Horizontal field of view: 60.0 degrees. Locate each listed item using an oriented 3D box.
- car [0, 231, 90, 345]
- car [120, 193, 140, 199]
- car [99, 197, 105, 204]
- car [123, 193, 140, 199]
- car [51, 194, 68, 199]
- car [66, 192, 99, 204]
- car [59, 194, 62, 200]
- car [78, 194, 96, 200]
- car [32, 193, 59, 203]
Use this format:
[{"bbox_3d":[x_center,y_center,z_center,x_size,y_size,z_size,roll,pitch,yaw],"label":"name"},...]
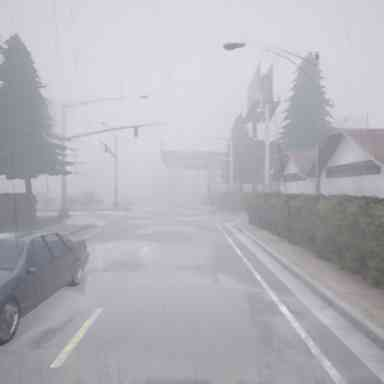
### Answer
[{"bbox_3d":[-3.601,1.531,6.579,2.033,1.411,5.357,0,0,0],"label":"car"},{"bbox_3d":[-16.606,1.093,88.713,5.027,1.636,2.152,0,0,-1],"label":"car"},{"bbox_3d":[-16.286,1.219,54.457,3.806,1.475,1.970,0,0,-1],"label":"car"},{"bbox_3d":[-16.683,1.093,91.849,4.514,1.523,2.007,0,0,-1],"label":"car"},{"bbox_3d":[-35.272,1.159,88.713,3.806,1.475,1.970,0,0,-1],"label":"car"},{"bbox_3d":[-16.871,0.945,51.127,3.866,1.878,1.905,0,0,-1],"label":"car"},{"bbox_3d":[-24.150,1.126,66.814,4.514,1.523,2.007,0,0,-1],"label":"car"},{"bbox_3d":[-24.187,1.120,76.807,3.633,1.501,1.845,0,0,-1],"label":"car"},{"bbox_3d":[-24.764,0.961,54.352,4.605,1.855,1.932,0,0,-1],"label":"car"}]
